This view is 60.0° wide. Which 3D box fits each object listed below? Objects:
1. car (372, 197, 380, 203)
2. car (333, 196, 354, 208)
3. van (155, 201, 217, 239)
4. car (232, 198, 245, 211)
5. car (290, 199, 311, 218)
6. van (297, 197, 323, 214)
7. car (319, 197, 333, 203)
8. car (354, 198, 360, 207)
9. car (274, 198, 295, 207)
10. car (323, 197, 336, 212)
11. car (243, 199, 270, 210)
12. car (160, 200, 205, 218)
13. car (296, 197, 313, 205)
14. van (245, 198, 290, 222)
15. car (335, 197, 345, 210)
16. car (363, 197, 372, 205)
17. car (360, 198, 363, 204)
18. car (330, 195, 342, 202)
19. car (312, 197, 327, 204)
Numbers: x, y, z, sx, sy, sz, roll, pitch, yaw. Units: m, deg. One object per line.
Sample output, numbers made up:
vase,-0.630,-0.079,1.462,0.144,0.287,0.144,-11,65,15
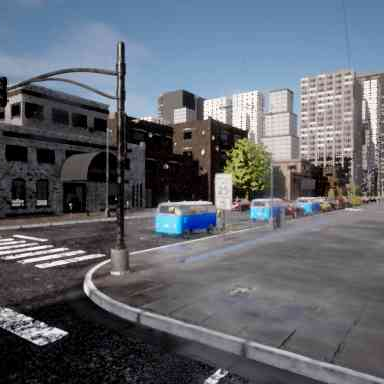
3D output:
car,44.123,1.900,81.031,1.947,1.339,4.313,0,0,35
car,21.971,1.498,49.357,2.192,1.841,5.009,0,0,35
van,-0.182,1.407,17.682,1.690,1.788,3.998,0,0,35
car,5.620,1.507,40.600,1.967,1.590,4.097,0,0,35
car,9.311,1.656,31.256,1.887,1.381,4.507,0,0,35
van,12.477,1.469,35.781,1.690,1.788,3.998,0,0,35
car,30.935,1.793,76.798,1.947,1.339,4.313,0,0,35
car,25.136,1.517,53.882,2.192,1.841,5.009,0,0,35
car,15.113,1.666,54.174,1.887,1.381,4.507,0,0,35
car,15.738,1.671,40.446,1.752,1.417,4.829,0,0,35
car,8.784,1.629,45.125,1.887,1.381,4.507,0,0,35
car,-0.808,1.559,31.410,1.752,1.417,4.829,0,0,35
car,21.442,1.706,63.223,1.887,1.381,4.507,0,0,35
van,6.148,1.436,26.732,1.690,1.788,3.998,0,0,35
car,18.805,1.730,44.831,1.947,1.339,4.313,0,0,35
car,34.628,1.810,67.456,1.887,1.381,4.507,0,0,35
car,28.397,1.749,58.546,1.752,1.417,4.829,0,0,35
car,37.265,1.713,85.848,1.967,1.590,4.097,0,0,35
car,27.674,1.729,72.134,1.752,1.417,4.829,0,0,35
